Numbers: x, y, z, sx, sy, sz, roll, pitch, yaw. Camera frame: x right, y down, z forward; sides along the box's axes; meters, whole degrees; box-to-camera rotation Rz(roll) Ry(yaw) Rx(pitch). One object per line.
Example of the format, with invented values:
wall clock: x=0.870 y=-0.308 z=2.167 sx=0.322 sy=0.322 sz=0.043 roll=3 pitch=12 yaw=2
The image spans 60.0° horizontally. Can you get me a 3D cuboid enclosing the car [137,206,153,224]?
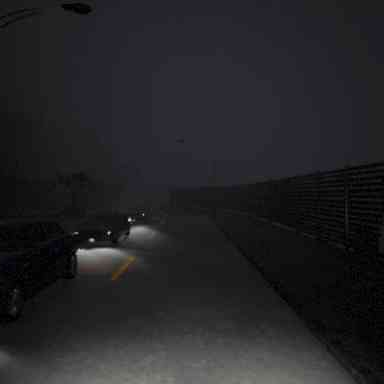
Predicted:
car: x=-4.378 y=1.802 z=27.128 sx=1.895 sy=1.301 sz=4.718 roll=0 pitch=0 yaw=-1

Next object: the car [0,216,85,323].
car: x=-4.170 y=1.418 z=7.293 sx=2.097 sy=1.767 sz=4.553 roll=0 pitch=0 yaw=-1

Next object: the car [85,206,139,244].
car: x=-4.278 y=1.678 z=16.814 sx=2.033 sy=1.411 sz=5.357 roll=0 pitch=0 yaw=0
